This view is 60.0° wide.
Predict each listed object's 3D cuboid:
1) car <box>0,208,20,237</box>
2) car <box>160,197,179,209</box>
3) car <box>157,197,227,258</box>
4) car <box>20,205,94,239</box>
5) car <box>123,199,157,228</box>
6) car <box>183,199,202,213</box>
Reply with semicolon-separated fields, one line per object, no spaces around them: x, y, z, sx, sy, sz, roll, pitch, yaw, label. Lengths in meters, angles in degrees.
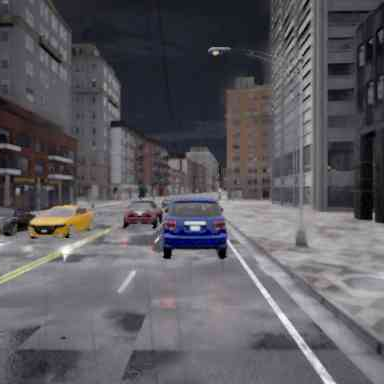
-9.853;1.555;17.690;1.994;1.385;4.181;0;0;0;car
-3.059;1.424;46.385;2.128;1.511;4.902;0;0;1;car
0.096;1.214;12.927;2.150;2.045;5.566;0;0;0;car
-6.603;1.468;17.337;1.882;1.535;5.008;0;0;0;car
-3.157;1.338;22.199;2.097;1.767;4.553;0;0;0;car
0.097;1.529;37.364;1.994;1.385;4.181;0;0;0;car
